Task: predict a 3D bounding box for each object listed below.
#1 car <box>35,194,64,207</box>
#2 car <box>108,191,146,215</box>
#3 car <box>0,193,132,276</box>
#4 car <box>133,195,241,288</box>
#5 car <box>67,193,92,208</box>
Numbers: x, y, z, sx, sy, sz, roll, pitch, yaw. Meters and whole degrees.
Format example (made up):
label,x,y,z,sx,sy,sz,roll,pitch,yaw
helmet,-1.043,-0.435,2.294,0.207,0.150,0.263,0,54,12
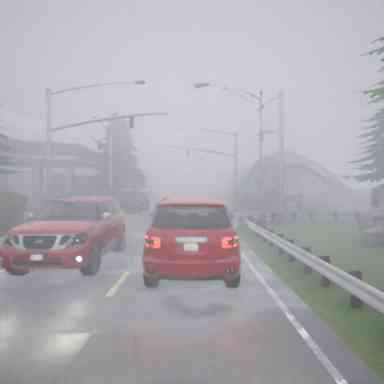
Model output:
label,x,y,z,sx,sy,sz,roll,pitch,yaw
car,-20.278,1.171,47.533,2.242,1.667,4.611,0,0,-1
car,-6.507,0.918,29.270,5.566,2.045,2.150,1,-2,13
car,-3.566,1.155,10.439,2.150,2.045,5.566,0,0,0
car,0.016,1.161,9.213,2.150,2.045,5.566,0,0,1
car,-14.567,1.031,43.259,1.905,1.878,3.866,0,0,-1
